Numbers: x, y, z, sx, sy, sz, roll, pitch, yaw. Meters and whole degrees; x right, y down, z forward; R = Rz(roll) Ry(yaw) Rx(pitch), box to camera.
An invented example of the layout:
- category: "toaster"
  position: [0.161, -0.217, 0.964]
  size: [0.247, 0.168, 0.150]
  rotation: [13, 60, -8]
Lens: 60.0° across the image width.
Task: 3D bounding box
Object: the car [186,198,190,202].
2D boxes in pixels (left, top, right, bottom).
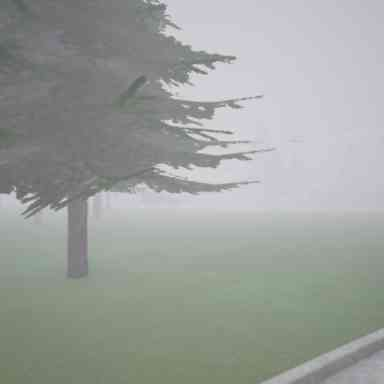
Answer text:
- category: "car"
  position: [-3.168, 1.267, 46.612]
  size: [4.718, 1.301, 1.895]
  rotation: [0, 0, 14]

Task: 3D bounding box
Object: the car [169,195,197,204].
- category: "car"
  position: [-1.466, 1.229, 53.402]
  size: [4.181, 1.385, 1.994]
  rotation: [0, 0, 14]

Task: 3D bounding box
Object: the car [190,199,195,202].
- category: "car"
  position: [-2.332, 1.199, 50.011]
  size: [4.902, 1.511, 2.128]
  rotation: [0, 0, 14]

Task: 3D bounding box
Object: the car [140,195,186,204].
- category: "car"
  position: [-4.033, 0.895, 43.221]
  size: [5.566, 2.045, 2.150]
  rotation: [0, 0, 14]
